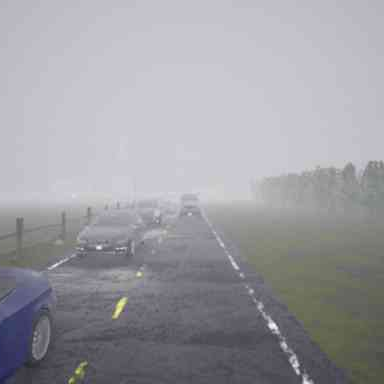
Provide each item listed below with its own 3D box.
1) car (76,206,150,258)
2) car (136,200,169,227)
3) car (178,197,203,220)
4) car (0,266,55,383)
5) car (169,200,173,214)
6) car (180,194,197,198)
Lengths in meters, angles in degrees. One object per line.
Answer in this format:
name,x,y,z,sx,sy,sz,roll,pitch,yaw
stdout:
car,-2.928,1.501,12.857,1.837,1.490,4.892,0,0,0
car,-2.978,1.340,22.693,2.097,1.767,4.553,0,0,0
car,-0.138,1.481,28.264,1.837,1.490,4.892,0,0,0
car,-2.858,1.529,3.071,1.812,1.442,4.674,0,0,0
car,-2.993,1.531,35.168,2.033,1.411,5.357,0,0,0
car,-0.265,1.191,39.308,2.150,2.045,5.566,0,0,0
